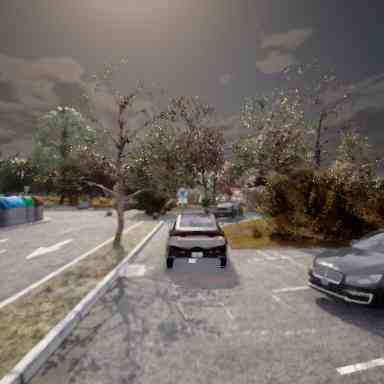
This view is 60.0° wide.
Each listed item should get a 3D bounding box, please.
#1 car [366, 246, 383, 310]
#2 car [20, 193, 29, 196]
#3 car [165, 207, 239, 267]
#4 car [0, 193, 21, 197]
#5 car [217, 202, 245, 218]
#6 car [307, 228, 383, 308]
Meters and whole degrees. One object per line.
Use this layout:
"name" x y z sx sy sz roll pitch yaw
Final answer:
"car" 4.824 1.490 3.826 4.892 1.521 2.231 1 0 -20
"car" -26.155 0.901 50.087 4.892 1.490 1.837 4 -2 2
"car" 0.109 1.489 11.411 2.128 1.511 4.902 0 0 -1
"car" -24.378 1.438 43.290 2.435 2.045 5.566 1 -3 -19
"car" 3.352 1.656 29.385 1.837 1.490 4.892 -1 0 22
"car" 4.836 1.492 7.221 4.892 1.521 2.231 1 0 -20
